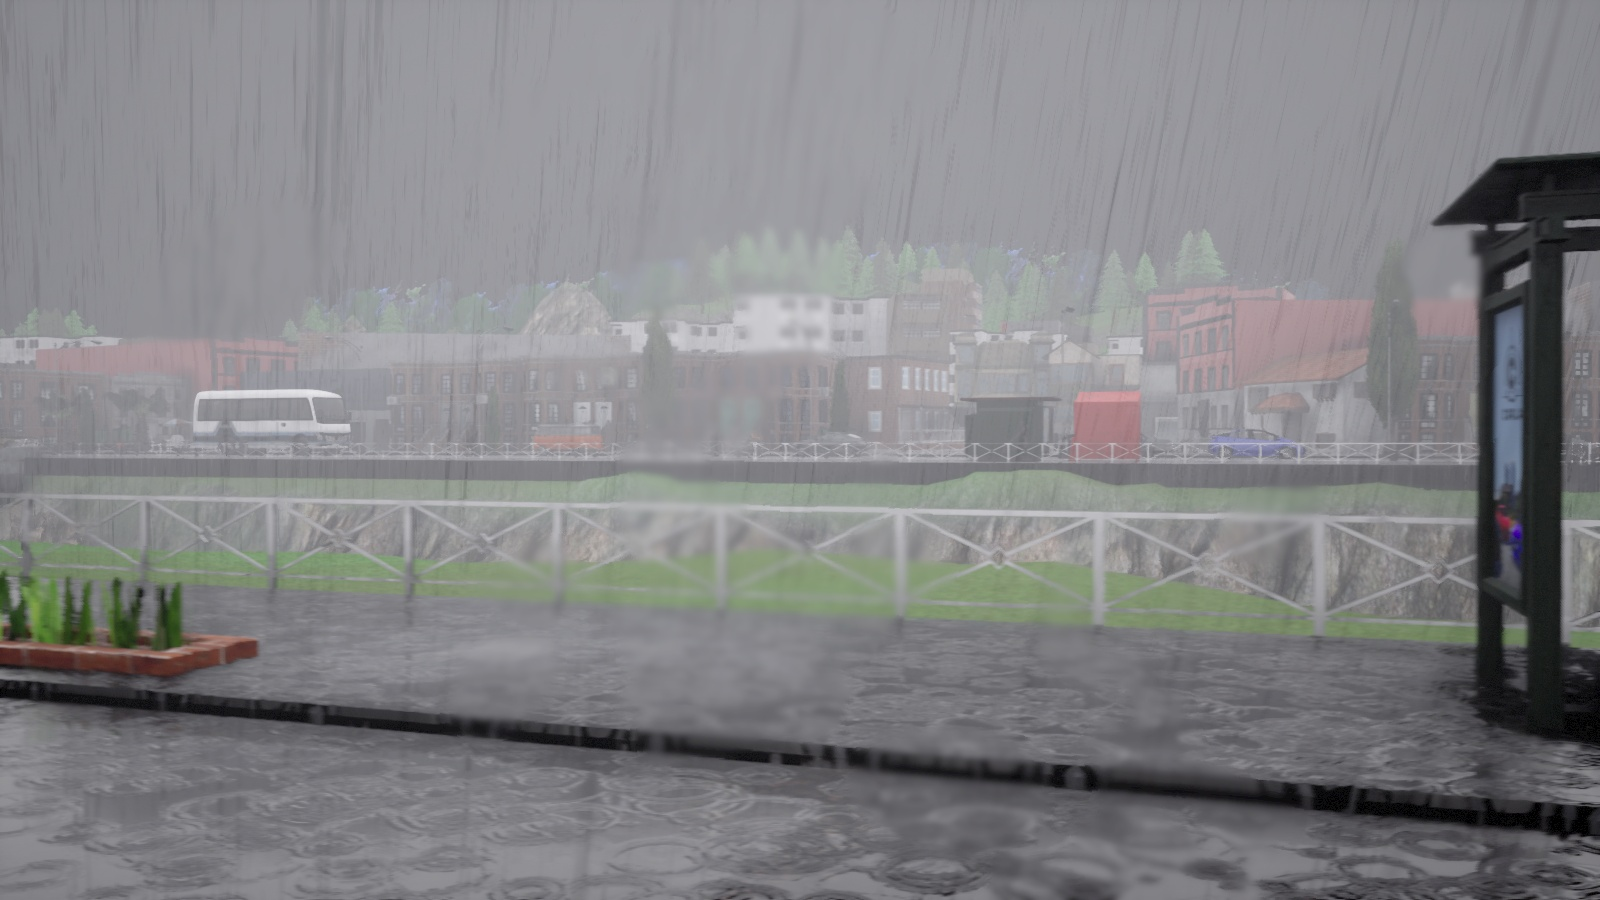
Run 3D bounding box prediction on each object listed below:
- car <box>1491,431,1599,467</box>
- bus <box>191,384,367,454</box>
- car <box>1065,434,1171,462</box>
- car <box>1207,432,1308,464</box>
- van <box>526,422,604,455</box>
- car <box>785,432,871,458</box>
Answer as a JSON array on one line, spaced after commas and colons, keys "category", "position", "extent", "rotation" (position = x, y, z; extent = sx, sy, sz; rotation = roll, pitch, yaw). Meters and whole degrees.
[{"category": "car", "position": [34.016, -0.066, 57.381], "extent": [3.988, 1.617, 1.851], "rotation": [1, 1, 19]}, {"category": "bus", "position": [-33.158, -1.955, 79.932], "extent": [10.273, 4.253, 3.944], "rotation": [0, 1, 19]}, {"category": "car", "position": [17.063, -0.139, 67.299], "extent": [5.357, 1.411, 2.033], "rotation": [1, 1, 19]}, {"category": "car", "position": [22.290, -0.125, 61.329], "extent": [4.514, 1.525, 2.007], "rotation": [1, 1, 19]}, {"category": "van", "position": [-14.603, -0.724, 77.935], "extent": [4.442, 1.987, 1.775], "rotation": [1, 1, 19]}, {"category": "car", "position": [1.616, -0.302, 72.489], "extent": [4.674, 1.442, 1.812], "rotation": [1, 1, 19]}]
